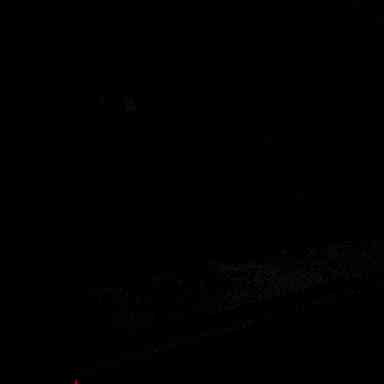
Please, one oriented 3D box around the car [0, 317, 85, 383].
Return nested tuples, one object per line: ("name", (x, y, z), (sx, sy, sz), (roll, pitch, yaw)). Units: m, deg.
("car", (-2.901, 1.484, 1.311), (4.902, 1.511, 2.128), (1, -1, -35))
